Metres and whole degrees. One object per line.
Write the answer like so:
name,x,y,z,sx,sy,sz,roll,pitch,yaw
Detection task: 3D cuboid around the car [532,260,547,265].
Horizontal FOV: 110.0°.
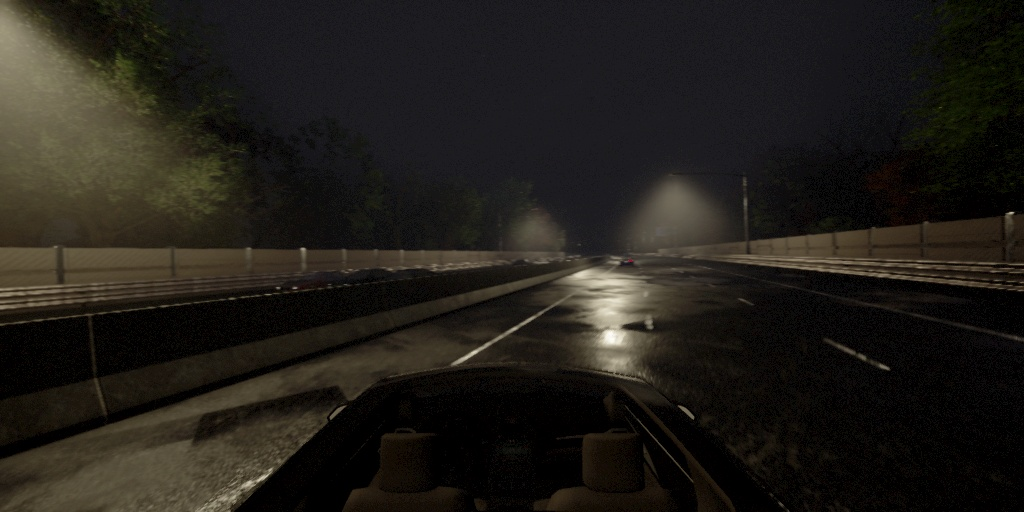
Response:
car,4.811,1.284,60.825,1.895,1.301,4.718,-2,0,19

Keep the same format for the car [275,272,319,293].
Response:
car,-12.082,1.711,22.949,2.033,1.411,5.357,-2,0,20

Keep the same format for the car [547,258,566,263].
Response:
car,7.751,1.079,58.665,2.128,1.511,4.902,-2,0,19

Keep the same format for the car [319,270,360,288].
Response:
car,-8.766,1.535,21.840,1.882,1.535,5.008,-2,0,20

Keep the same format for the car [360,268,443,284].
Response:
car,-5.717,1.435,19.992,1.882,1.535,5.008,-2,0,20

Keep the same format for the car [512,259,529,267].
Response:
car,1.492,1.288,61.962,1.837,1.490,4.892,-2,0,19

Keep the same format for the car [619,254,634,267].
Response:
car,16.865,0.836,52.662,2.163,1.488,4.792,-2,0,19
